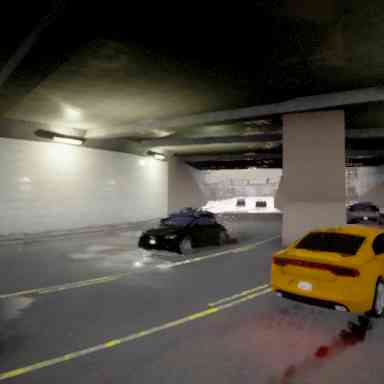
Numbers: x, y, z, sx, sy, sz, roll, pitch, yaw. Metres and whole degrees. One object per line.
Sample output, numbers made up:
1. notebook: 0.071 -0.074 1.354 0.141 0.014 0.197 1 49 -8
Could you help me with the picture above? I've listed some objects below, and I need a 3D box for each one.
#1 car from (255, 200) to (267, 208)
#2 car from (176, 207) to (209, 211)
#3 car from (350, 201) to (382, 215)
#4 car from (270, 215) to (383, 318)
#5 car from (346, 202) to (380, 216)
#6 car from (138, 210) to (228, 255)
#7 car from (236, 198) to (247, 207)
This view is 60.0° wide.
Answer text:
1. car: 11.612 1.986 55.722 1.895 1.301 4.718 0 0 10
2. car: -0.127 1.658 20.231 2.128 1.511 4.902 0 0 28
3. car: 19.109 1.755 36.801 1.994 1.385 4.181 0 0 10
4. car: 3.722 1.522 7.695 1.882 1.535 5.008 0 0 44
5. car: 13.844 1.748 27.745 1.895 1.301 4.718 0 0 13
6. car: -0.250 1.681 14.014 1.994 1.385 4.181 -1 -1 38
7. car: 9.368 1.977 62.997 1.882 1.535 5.008 0 0 10
